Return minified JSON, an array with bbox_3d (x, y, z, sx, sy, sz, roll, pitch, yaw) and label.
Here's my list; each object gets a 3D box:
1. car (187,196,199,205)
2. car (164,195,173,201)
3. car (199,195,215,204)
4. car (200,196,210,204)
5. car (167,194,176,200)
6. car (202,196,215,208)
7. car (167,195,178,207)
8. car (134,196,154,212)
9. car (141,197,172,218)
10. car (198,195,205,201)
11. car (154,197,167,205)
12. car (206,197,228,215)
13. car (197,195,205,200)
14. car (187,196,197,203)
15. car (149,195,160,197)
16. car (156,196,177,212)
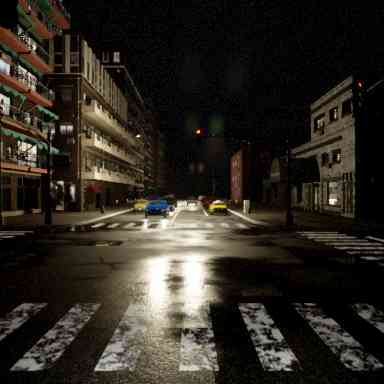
[{"bbox_3d":[0.010,1.649,60.365,1.895,1.301,4.718,0,0,0],"label":"car"},{"bbox_3d":[-5.810,1.530,83.599,1.967,1.590,4.097,0,0,0],"label":"car"},{"bbox_3d":[2.620,1.349,50.377,2.192,1.841,5.009,0,0,0],"label":"car"},{"bbox_3d":[2.595,1.609,66.994,2.008,1.369,4.403,0,0,0],"label":"car"},{"bbox_3d":[-5.826,1.430,94.678,2.192,1.841,5.009,0,0,0],"label":"car"},{"bbox_3d":[2.627,1.609,44.838,1.802,1.307,4.206,0,0,0],"label":"car"},{"bbox_3d":[-3.148,1.538,49.963,1.837,1.490,4.892,0,0,0],"label":"car"},{"bbox_3d":[-5.745,1.547,39.115,1.752,1.417,4.829,0,0,0],"label":"car"},{"bbox_3d":[-3.144,1.492,30.617,1.882,1.535,5.008,0,0,0],"label":"car"},{"bbox_3d":[2.562,1.628,89.321,1.752,1.417,4.829,0,0,0],"label":"car"},{"bbox_3d":[-5.778,1.600,61.442,2.008,1.369,4.403,0,0,0],"label":"car"},{"bbox_3d":[2.644,1.543,33.929,1.752,1.417,4.829,0,0,0],"label":"car"},{"bbox_3d":[2.554,1.666,94.690,2.008,1.369,4.403,0,0,0],"label":"car"},{"bbox_3d":[-0.056,1.610,70.573,2.033,1.411,5.357,0,0,0],"label":"car"},{"bbox_3d":[-5.760,1.349,50.364,2.192,1.841,5.009,0,0,0],"label":"car"},{"bbox_3d":[-3.140,1.548,39.895,1.812,1.442,4.674,0,0,0],"label":"car"}]
